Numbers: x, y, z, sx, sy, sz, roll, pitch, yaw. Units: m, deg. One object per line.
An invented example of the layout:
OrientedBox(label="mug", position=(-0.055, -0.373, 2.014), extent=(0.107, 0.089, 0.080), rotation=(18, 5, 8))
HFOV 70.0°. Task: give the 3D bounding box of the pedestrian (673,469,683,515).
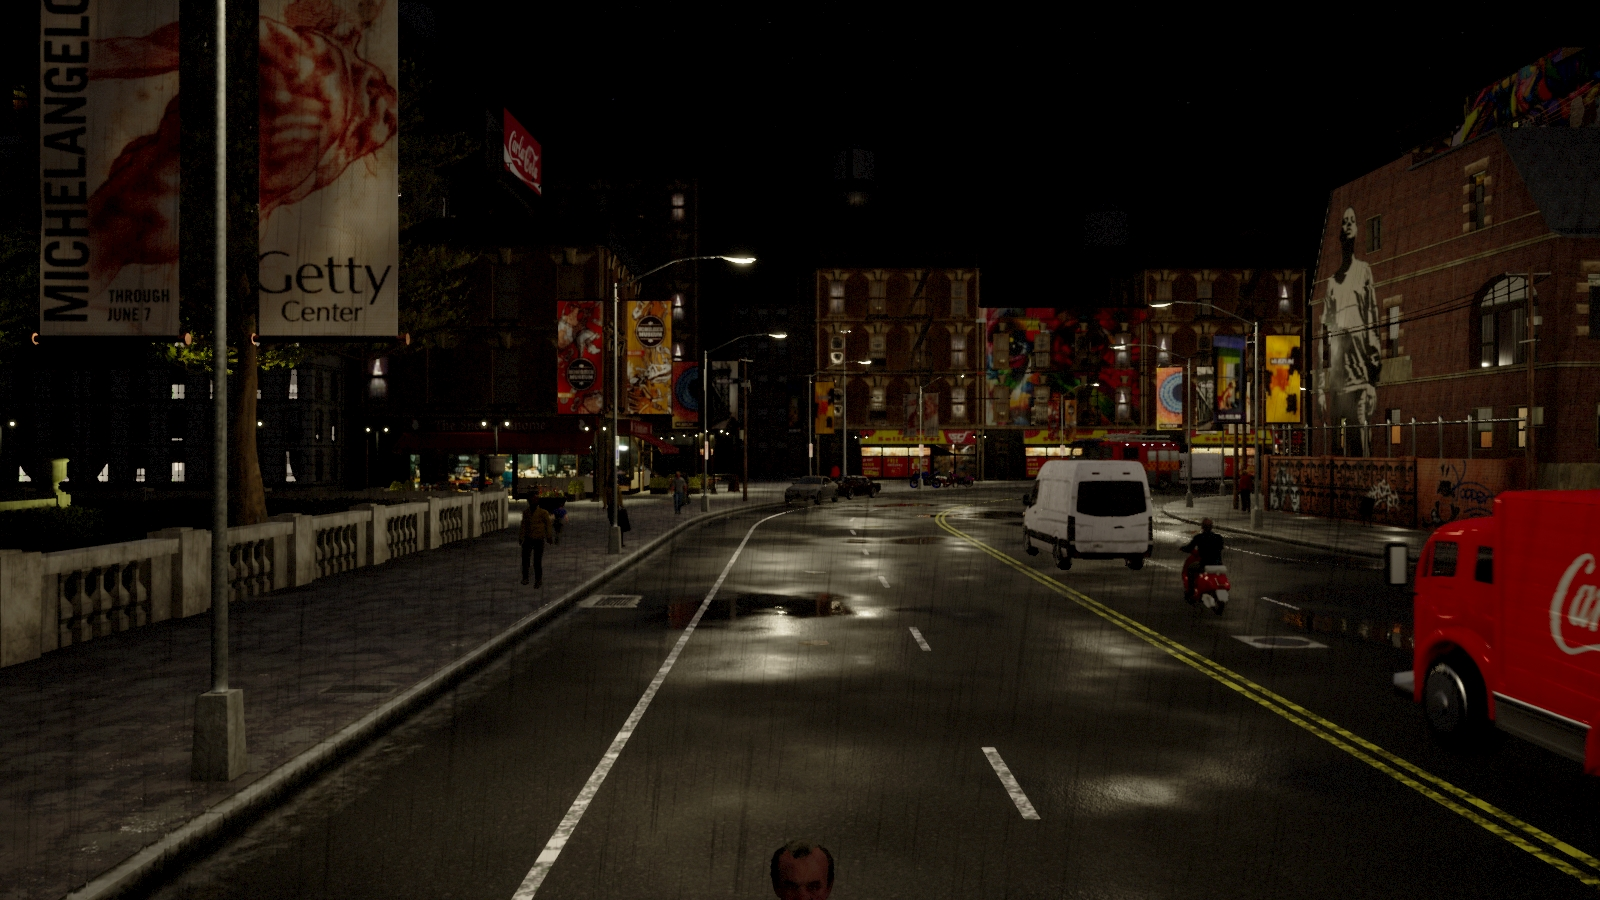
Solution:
OrientedBox(label="pedestrian", position=(-4.916, 1.696, 46.094), extent=(0.375, 1.860, 0.375), rotation=(0, 0, 3))

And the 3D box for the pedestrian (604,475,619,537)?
OrientedBox(label="pedestrian", position=(-5.733, 1.696, 34.798), extent=(0.375, 1.860, 0.375), rotation=(0, 0, 6))

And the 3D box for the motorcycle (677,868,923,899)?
OrientedBox(label="motorcycle", position=(-0.002, 2.182, 3.374), extent=(0.856, 1.236, 1.805), rotation=(0, 0, 0))

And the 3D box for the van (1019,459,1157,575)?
OrientedBox(label="van", position=(7.053, 1.534, 28.687), extent=(1.988, 2.561, 5.915), rotation=(0, 0, 0))

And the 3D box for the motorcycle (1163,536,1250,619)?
OrientedBox(label="motorcycle", position=(7.020, 2.182, 19.834), extent=(0.856, 1.236, 1.805), rotation=(0, 0, 0))

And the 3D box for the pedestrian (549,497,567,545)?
OrientedBox(label="pedestrian", position=(-6.754, 1.978, 31.892), extent=(0.375, 1.300, 0.375), rotation=(0, 0, 8))

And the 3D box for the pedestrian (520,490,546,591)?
OrientedBox(label="pedestrian", position=(-5.036, 1.696, 21.549), extent=(0.375, 1.860, 0.375), rotation=(0, 0, 5))

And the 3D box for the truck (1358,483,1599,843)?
OrientedBox(label="truck", position=(7.018, 1.568, 9.067), extent=(2.627, 2.467, 5.204), rotation=(0, 0, 0))
